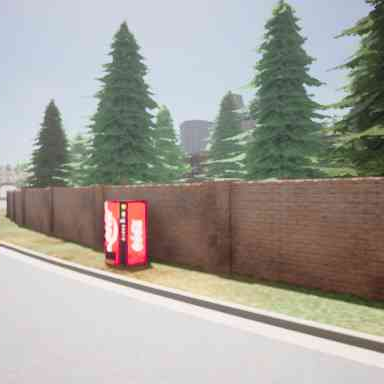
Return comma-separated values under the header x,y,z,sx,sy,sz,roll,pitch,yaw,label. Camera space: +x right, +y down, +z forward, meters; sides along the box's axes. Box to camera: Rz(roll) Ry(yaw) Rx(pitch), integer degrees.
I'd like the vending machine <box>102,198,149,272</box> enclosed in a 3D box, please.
x,y,z,sx,sy,sz,roll,pitch,yaw,label
-2.039,1.245,10.238,0.880,2.100,1.100,0,0,42,vending machine
